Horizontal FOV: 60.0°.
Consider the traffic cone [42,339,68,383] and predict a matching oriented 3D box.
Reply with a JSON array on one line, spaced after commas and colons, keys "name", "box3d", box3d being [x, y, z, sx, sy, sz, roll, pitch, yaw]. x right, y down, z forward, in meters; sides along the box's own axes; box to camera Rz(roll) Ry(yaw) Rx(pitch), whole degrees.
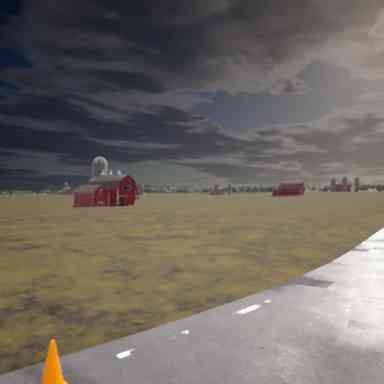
[{"name": "traffic cone", "box3d": [-1.592, 1.992, 3.811, 0.340, 0.580, 0.340, 0, 0, -38]}]
